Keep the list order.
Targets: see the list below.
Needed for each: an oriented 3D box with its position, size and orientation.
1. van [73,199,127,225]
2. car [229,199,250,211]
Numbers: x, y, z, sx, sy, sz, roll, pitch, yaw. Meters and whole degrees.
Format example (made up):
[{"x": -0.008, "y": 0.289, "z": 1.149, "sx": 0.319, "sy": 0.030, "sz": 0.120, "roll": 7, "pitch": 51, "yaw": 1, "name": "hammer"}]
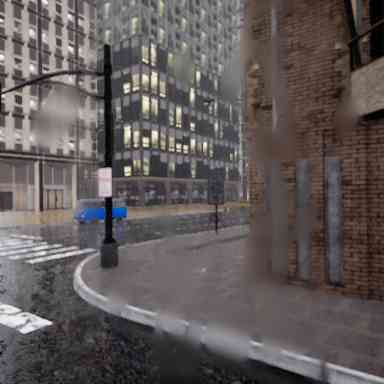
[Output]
[{"x": -6.529, "y": 1.391, "z": 23.883, "sx": 1.690, "sy": 1.788, "sz": 3.998, "roll": -1, "pitch": -1, "yaw": 36, "name": "van"}, {"x": 6.326, "y": 1.620, "z": 41.777, "sx": 1.752, "sy": 1.417, "sz": 4.829, "roll": -1, "pitch": -1, "yaw": 36, "name": "car"}]
